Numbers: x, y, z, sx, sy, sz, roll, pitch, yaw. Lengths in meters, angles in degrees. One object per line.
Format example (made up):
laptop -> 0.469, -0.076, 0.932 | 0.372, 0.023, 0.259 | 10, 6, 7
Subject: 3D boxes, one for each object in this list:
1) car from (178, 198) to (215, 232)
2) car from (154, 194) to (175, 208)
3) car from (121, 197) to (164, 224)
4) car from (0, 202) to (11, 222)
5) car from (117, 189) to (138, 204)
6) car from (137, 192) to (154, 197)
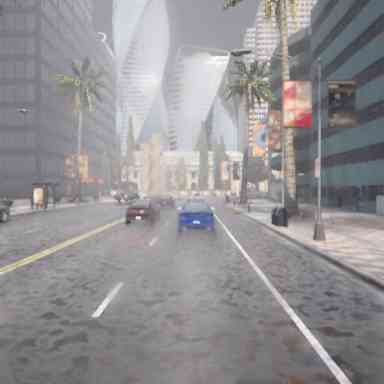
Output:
car -> 0.243, 1.307, 18.616 | 1.882, 1.535, 5.008 | 0, 1, 0
car -> -3.086, 1.110, 40.324 | 1.882, 1.535, 5.008 | 0, 0, 1
car -> -3.228, 1.298, 22.525 | 1.837, 1.490, 4.892 | 0, 0, 0
car -> -13.427, 1.290, 20.977 | 2.231, 1.521, 4.892 | 0, 1, 0
car -> -9.771, 0.563, 51.424 | 2.150, 2.045, 5.566 | 0, 1, 8
car -> -6.297, 1.064, 51.000 | 2.128, 1.511, 4.902 | 0, 1, 8
